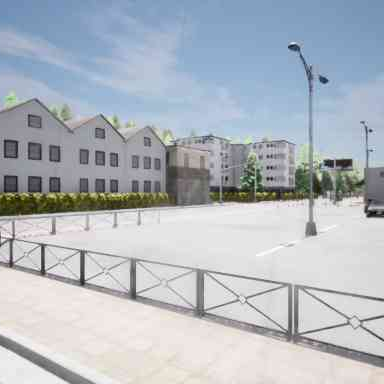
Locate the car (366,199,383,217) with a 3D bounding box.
[{"bbox_3d":[15.364,1.298,26.852,2.007,1.523,4.514,0,0,35],"label":"car"}]
